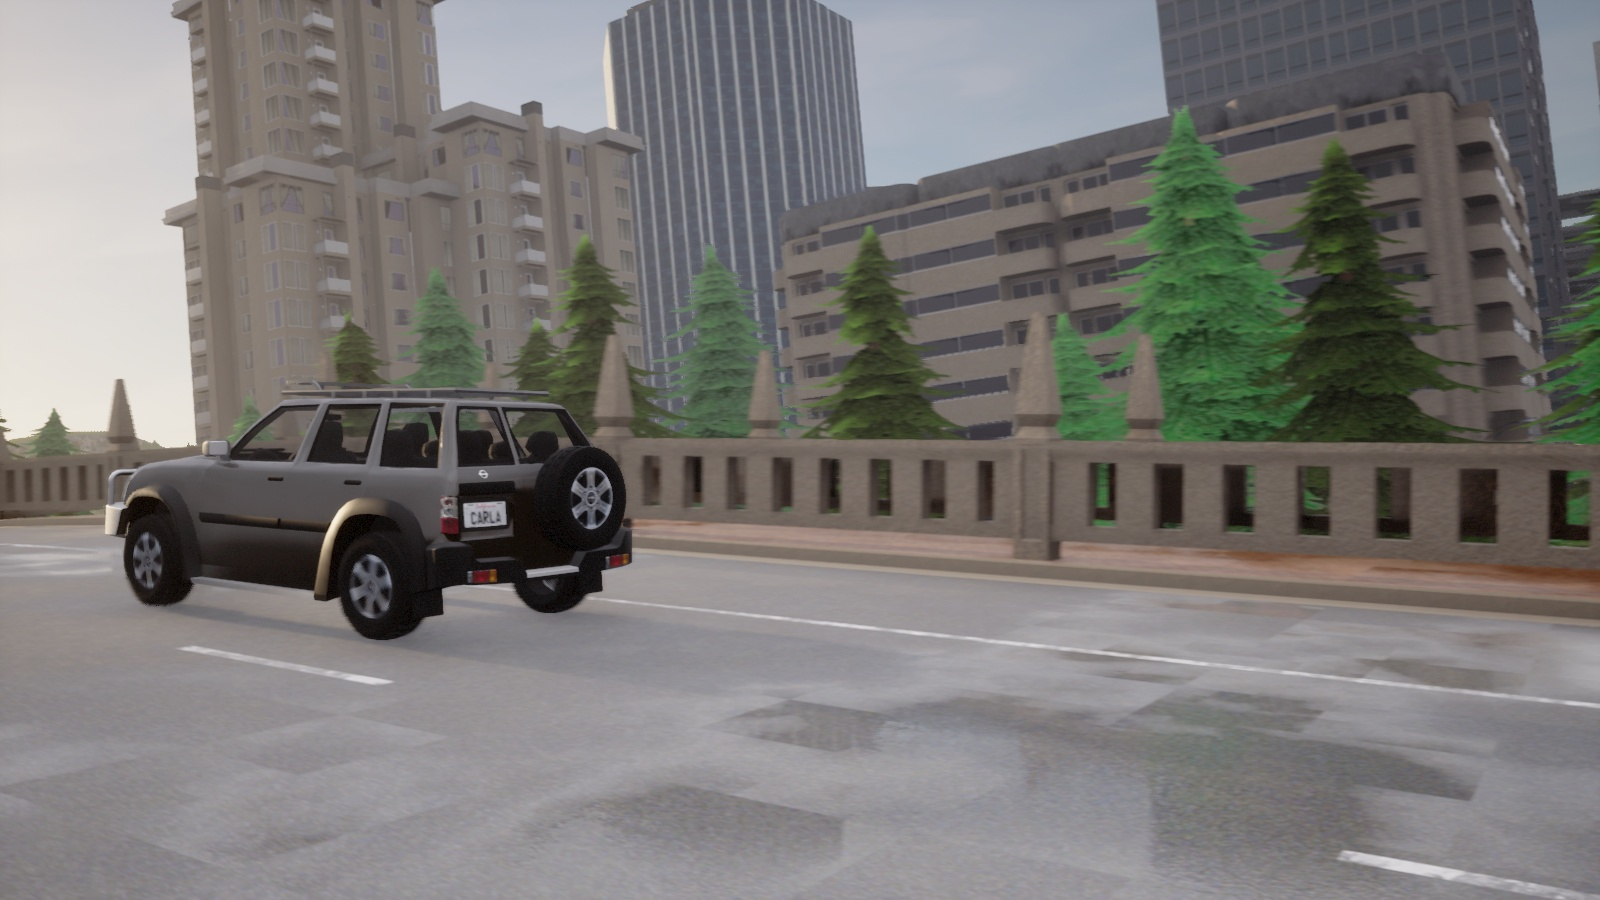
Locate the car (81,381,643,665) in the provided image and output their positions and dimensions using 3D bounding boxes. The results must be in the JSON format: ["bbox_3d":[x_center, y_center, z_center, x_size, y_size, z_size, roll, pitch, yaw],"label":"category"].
[{"bbox_3d":[-3.684,0.458,10.269,4.605,1.855,1.932,0,1,34],"label":"car"}]
